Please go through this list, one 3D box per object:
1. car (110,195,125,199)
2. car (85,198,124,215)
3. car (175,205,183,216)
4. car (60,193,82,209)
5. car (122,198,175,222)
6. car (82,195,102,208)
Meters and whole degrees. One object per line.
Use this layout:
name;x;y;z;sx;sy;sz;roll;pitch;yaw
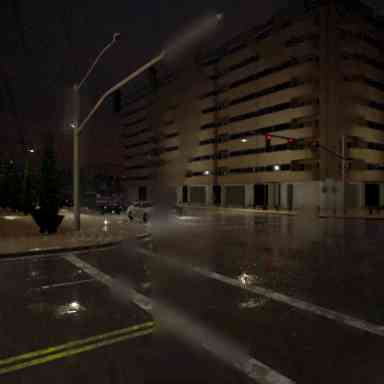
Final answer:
car;-7.701;1.443;37.810;2.128;1.511;4.902;0;0;-35
car;-8.709;1.551;33.165;1.895;1.301;4.718;0;0;-35
car;-2.597;1.515;30.581;1.994;1.385;4.181;0;0;-35
car;-17.271;1.172;45.300;2.150;2.045;5.566;0;0;-35
car;-3.485;1.476;25.761;1.812;1.442;4.674;0;0;-33
car;-14.931;1.515;48.070;1.994;1.385;4.181;0;0;-35
